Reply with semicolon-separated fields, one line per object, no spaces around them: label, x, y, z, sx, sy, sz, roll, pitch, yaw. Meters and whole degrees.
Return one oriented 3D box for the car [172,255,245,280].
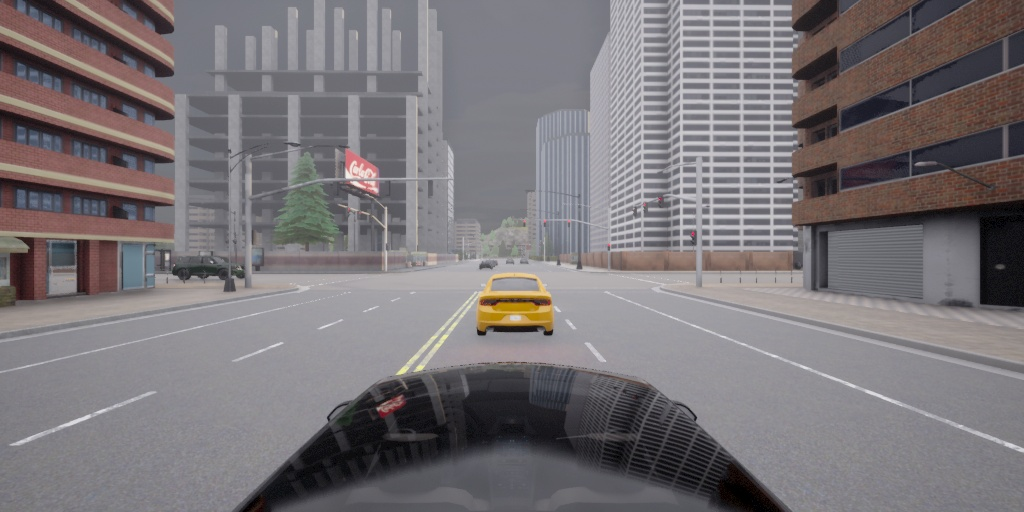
car;-25.304;0.972;30.302;5.566;2.045;2.150;0;0;-1

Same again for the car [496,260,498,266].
car;-3.883;1.297;63.746;2.033;1.411;5.357;0;0;0

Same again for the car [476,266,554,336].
car;0.065;1.228;10.468;1.882;1.535;5.008;0;0;0

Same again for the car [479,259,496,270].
car;-3.854;1.351;53.658;1.895;1.301;4.718;0;0;0
